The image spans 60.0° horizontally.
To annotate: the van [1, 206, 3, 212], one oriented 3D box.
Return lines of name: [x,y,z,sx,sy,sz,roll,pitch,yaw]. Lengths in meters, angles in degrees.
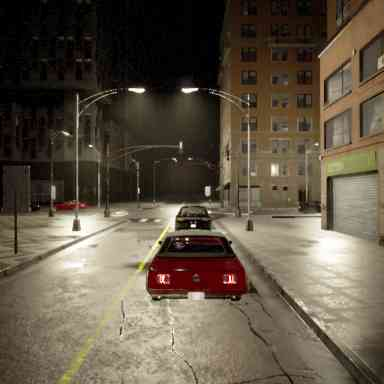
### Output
van: [-20.186,1.425,30.769,3.998,1.788,1.690,0,0,0]

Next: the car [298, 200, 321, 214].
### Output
car: [12.040,1.415,30.805,4.313,1.339,1.947,0,0,0]

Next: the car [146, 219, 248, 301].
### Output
car: [0.081,1.601,8.261,1.895,1.301,4.718,0,0,0]

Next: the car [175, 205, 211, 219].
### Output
car: [0.058,1.474,18.410,1.882,1.535,5.008,0,0,0]

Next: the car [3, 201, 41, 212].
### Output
car: [-20.203,1.725,39.293,4.313,1.339,1.947,0,0,0]

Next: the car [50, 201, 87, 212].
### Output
car: [-14.554,1.701,39.299,4.206,1.307,1.802,0,0,0]
